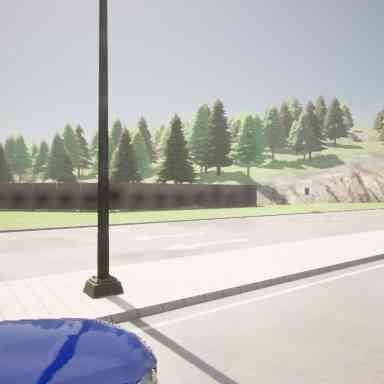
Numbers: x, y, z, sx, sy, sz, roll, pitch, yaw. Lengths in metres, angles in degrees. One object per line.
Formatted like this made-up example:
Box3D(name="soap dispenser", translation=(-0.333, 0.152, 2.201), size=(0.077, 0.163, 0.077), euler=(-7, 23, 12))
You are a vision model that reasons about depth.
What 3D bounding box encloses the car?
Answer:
Box3D(name="car", translation=(-2.403, 1.525, 2.047), size=(4.674, 1.442, 1.812), euler=(0, 0, -35))
